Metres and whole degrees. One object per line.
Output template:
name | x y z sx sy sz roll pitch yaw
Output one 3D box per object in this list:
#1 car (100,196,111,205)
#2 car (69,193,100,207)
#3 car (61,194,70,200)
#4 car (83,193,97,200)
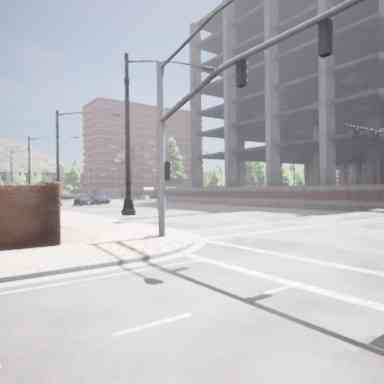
car | -14.532 1.287 52.362 2.033 1.411 5.357 -1 1 -35
car | -15.396 1.282 47.441 2.128 1.511 4.902 -1 0 -35
car | -30.518 1.279 81.403 1.895 1.301 4.718 -1 1 -35
car | -24.153 0.999 78.403 1.812 1.442 4.674 -1 1 -35
